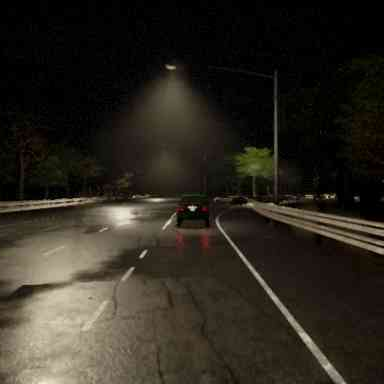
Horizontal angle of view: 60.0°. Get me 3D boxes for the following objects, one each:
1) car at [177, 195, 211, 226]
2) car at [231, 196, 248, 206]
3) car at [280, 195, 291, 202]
[{"bbox_3d":[0.156,1.216,23.768,2.150,2.045,5.566,0,0,2],"label":"car"},{"bbox_3d":[7.996,1.490,55.766,1.837,1.490,4.892,0,0,24],"label":"car"},{"bbox_3d":[20.792,1.469,75.861,1.812,1.442,4.674,0,0,41],"label":"car"}]
